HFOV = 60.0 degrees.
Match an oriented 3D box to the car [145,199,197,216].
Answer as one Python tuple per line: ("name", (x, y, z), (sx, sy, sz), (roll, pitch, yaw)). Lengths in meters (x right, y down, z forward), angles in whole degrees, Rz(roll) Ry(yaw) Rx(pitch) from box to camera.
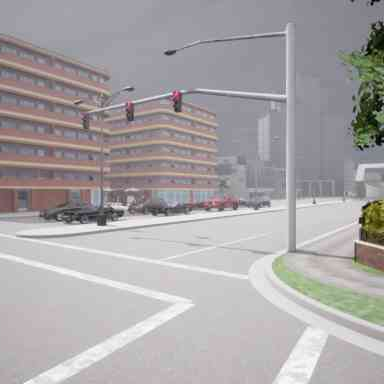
("car", (-1.952, 1.599, 32.299), (1.895, 1.301, 4.718), (0, 0, 36))

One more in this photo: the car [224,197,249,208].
("car", (6.746, 1.526, 50.123), (1.812, 1.442, 4.674), (0, 0, 36))

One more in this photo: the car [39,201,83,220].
("car", (-9.967, 1.505, 27.238), (1.837, 1.490, 4.892), (0, 0, 36))

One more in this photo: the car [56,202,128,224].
("car", (-7.364, 1.601, 24.903), (1.895, 1.301, 4.718), (0, 0, 33))

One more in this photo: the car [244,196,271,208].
("car", (9.680, 1.352, 48.206), (2.097, 1.767, 4.553), (0, 0, 36))

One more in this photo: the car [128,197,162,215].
("car", (-4.562, 1.352, 34.649), (2.097, 1.767, 4.553), (0, 0, 35))

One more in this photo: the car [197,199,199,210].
("car", (0.693, 1.601, 41.864), (1.895, 1.301, 4.718), (0, 0, 36))

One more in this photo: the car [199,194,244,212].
("car", (3.625, 1.221, 39.942), (2.150, 2.045, 5.566), (0, 0, 36))
